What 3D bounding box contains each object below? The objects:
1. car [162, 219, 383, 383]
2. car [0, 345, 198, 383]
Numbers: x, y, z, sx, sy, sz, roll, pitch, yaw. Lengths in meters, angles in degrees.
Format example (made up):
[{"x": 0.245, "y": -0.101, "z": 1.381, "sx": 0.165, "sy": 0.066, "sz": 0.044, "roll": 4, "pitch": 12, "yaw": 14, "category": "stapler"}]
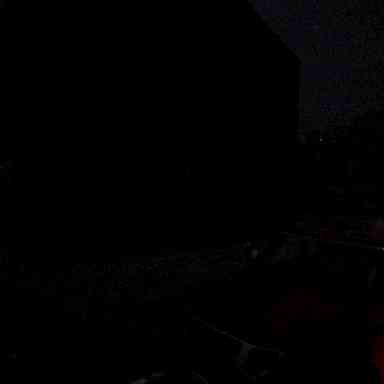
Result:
[{"x": 2.089, "y": 1.360, "z": 4.407, "sx": 5.009, "sy": 1.841, "sz": 2.192, "roll": 1, "pitch": 1, "yaw": -36, "category": "car"}, {"x": -2.364, "y": 1.543, "z": 1.118, "sx": 4.403, "sy": 1.369, "sz": 2.008, "roll": 1, "pitch": 1, "yaw": -36, "category": "car"}]
